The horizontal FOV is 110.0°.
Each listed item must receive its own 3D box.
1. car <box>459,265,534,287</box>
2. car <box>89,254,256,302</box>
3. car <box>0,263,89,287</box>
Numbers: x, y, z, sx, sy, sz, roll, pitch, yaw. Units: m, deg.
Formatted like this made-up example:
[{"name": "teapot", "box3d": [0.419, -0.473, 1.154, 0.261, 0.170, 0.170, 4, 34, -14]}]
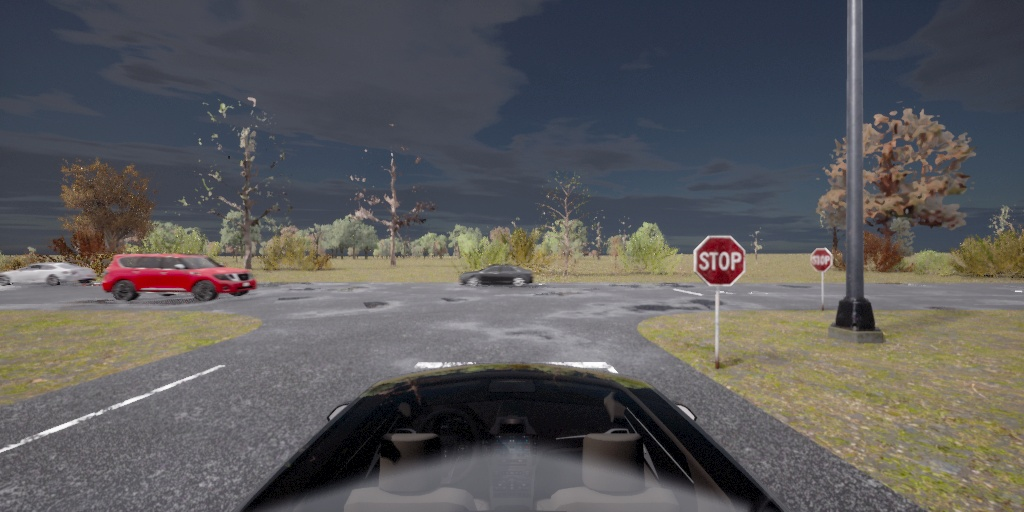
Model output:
[{"name": "car", "box3d": [-0.991, 1.310, 23.516, 4.892, 1.490, 1.837, 0, 0, -1]}, {"name": "car", "box3d": [-14.799, 0.922, 16.135, 5.566, 2.045, 2.150, 0, 0, -2]}, {"name": "car", "box3d": [-29.324, 1.143, 22.689, 4.674, 1.442, 1.812, 0, 0, -2]}]
